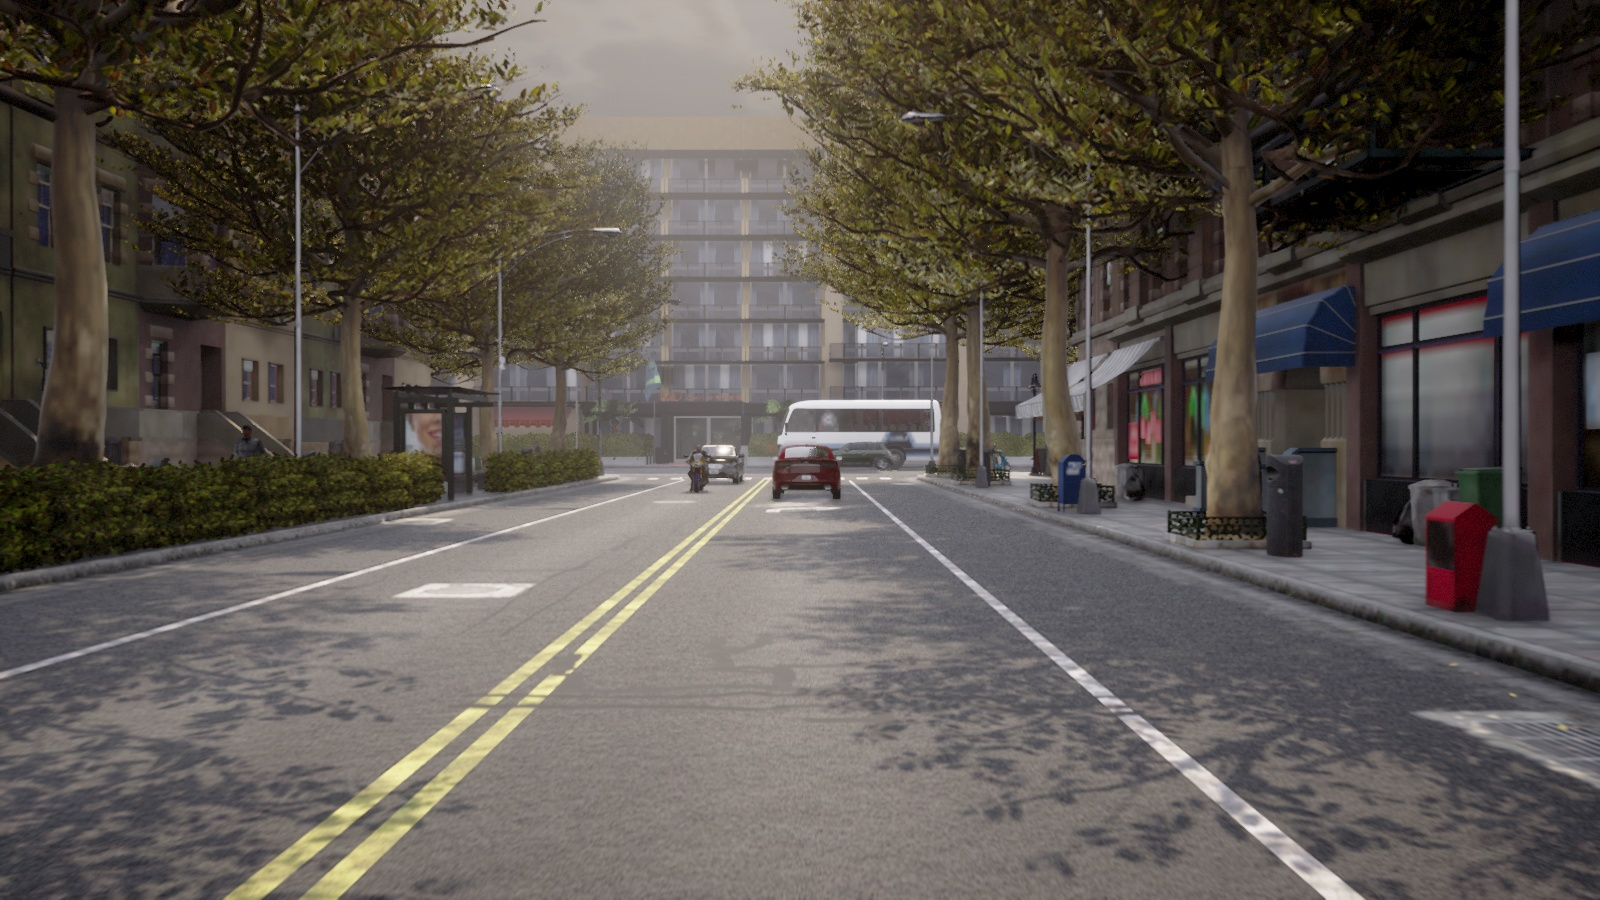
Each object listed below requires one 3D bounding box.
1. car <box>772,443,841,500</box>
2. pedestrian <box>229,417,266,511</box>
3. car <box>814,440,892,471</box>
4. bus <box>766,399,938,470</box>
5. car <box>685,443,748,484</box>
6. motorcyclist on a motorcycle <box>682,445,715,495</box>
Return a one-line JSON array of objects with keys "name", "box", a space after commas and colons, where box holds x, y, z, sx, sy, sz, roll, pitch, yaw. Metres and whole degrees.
[{"name": "car", "box": [0.206, 0.577, 36.515, 1.882, 1.535, 5.008, 0, 0, 1]}, {"name": "pedestrian", "box": [-11.564, 0.288, 26.301, 0.423, 1.949, 0.788, 0, 0, 1]}, {"name": "car", "box": [3.071, 0.310, 73.566, 4.553, 1.767, 2.097, 0, 0, 1]}, {"name": "bus", "box": [3.100, -0.930, 77.030, 10.273, 4.253, 3.944, 0, 0, 0]}, {"name": "car", "box": [-3.205, 0.501, 49.053, 2.128, 1.511, 4.902, 0, 0, 0]}, {"name": "motorcyclist on a motorcycle", "box": [-3.238, 0.617, 40.139, 0.866, 1.530, 2.191, 0, 0, 0]}]
